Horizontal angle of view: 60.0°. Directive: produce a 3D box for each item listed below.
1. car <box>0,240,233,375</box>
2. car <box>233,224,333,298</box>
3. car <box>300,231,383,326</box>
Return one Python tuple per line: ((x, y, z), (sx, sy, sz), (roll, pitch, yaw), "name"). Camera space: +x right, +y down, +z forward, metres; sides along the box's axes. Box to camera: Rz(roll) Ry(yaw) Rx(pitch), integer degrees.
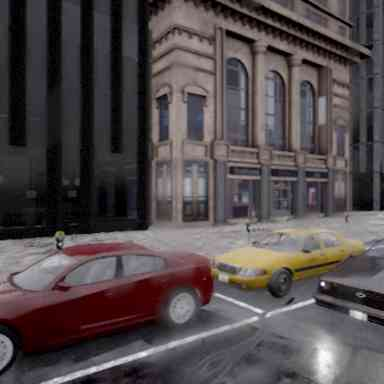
((-1.691, 1.547, 5.443), (4.507, 1.381, 1.887), (0, 0, -36), "car")
((2.638, 1.530, 8.532), (4.829, 1.417, 1.752), (0, 0, -36), "car")
((4.781, 1.552, 6.780), (5.357, 1.411, 2.033), (0, 0, -35), "car")
